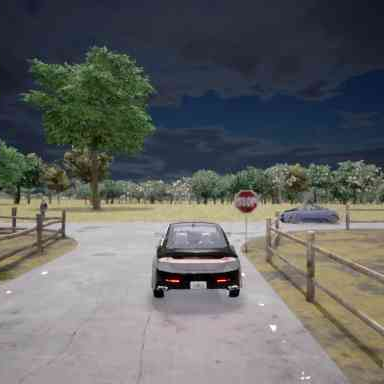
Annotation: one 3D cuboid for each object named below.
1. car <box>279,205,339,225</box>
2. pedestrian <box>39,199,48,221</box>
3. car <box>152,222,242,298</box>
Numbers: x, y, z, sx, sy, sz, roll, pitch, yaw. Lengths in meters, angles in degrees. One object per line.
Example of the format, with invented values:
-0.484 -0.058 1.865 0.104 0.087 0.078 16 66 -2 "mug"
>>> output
8.167 1.589 23.658 4.181 1.385 1.994 0 -2 -5 "car"
-12.116 1.439 27.076 0.375 1.860 0.375 0 -1 0 "pedestrian"
0.049 1.505 8.545 2.128 1.511 4.902 0 0 -2 "car"
